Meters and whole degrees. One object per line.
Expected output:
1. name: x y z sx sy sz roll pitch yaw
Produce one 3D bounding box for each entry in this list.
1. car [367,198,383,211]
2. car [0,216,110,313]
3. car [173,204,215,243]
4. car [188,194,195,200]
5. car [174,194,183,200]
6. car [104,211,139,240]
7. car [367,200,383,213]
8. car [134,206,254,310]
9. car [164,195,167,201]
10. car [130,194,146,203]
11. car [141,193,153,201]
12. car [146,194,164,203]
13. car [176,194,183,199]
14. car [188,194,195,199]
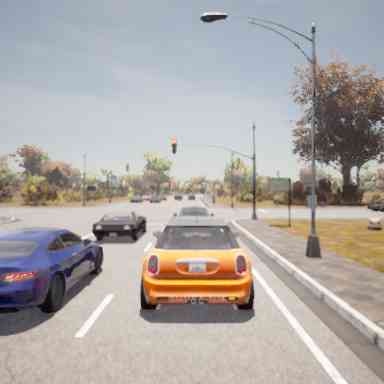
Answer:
1. car: 23.353 1.483 39.445 4.181 1.385 1.994 0 0 3
2. car: -3.404 1.512 7.464 1.812 1.442 4.674 0 0 0
3. car: 0.088 1.473 16.906 1.837 1.490 4.892 0 0 0
4. car: -0.059 1.337 84.919 1.837 1.490 4.892 0 0 0
5. car: -3.559 1.336 84.918 1.837 1.490 4.892 0 0 0
6. car: -3.411 1.570 16.639 1.895 1.301 4.718 0 0 0
7. car: 21.990 1.475 36.003 5.357 1.411 2.033 0 0 3
8. car: 0.095 1.337 7.948 2.097 1.767 4.553 0 0 0
9. car: -7.058 1.333 78.983 1.882 1.535 5.008 0 0 0
10. car: -10.569 1.430 63.565 2.033 1.411 5.357 0 0 1
11. car: -10.558 1.210 78.685 2.097 1.767 4.553 0 0 0
12. car: -7.079 1.387 63.615 1.837 1.490 4.892 0 0 1
13. car: -3.526 1.199 95.326 1.812 1.442 4.674 0 0 1
14. car: -0.026 1.228 95.307 1.994 1.385 4.181 0 0 1
